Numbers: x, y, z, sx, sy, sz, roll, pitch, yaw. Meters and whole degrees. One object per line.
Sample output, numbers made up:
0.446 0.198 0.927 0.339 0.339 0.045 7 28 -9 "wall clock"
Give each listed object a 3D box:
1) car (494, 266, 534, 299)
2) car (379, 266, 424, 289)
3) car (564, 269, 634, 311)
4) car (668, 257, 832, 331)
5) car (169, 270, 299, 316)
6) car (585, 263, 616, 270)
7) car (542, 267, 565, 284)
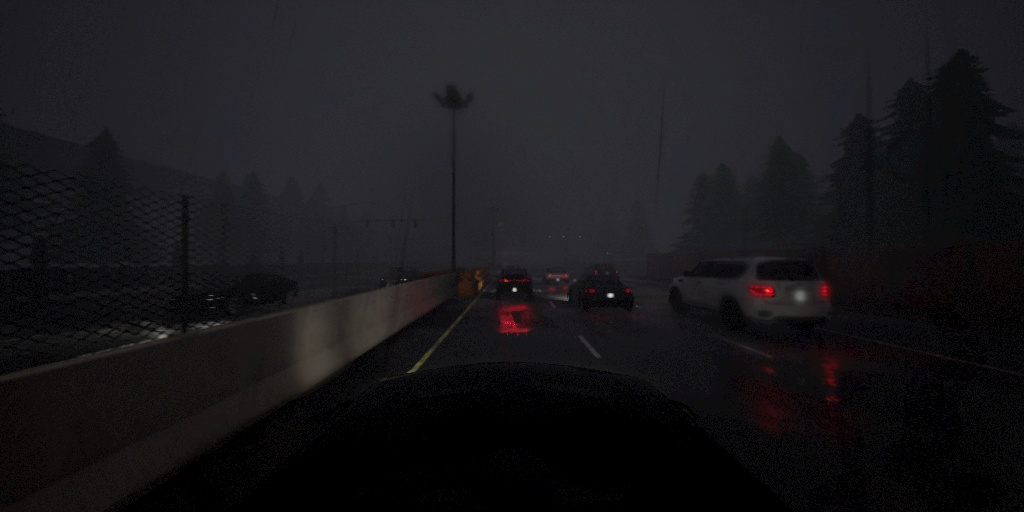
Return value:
0.103 1.396 19.030 1.837 1.490 4.892 0 -2 0 "car"
-7.060 1.428 23.379 2.128 1.511 4.902 0 -1 0 "car"
3.600 1.428 15.108 1.994 1.385 4.181 0 -1 0 "car"
7.101 1.057 11.517 2.150 2.045 5.566 0 0 0 "car"
-10.593 1.333 14.146 1.882 1.535 5.008 0 0 0 "car"
7.100 1.335 29.036 2.097 1.767 4.553 0 0 0 "car"
3.601 1.594 30.375 1.895 1.301 4.718 0 -1 0 "car"
